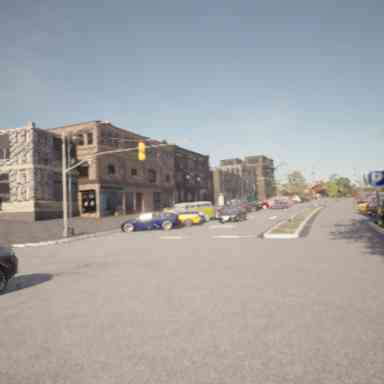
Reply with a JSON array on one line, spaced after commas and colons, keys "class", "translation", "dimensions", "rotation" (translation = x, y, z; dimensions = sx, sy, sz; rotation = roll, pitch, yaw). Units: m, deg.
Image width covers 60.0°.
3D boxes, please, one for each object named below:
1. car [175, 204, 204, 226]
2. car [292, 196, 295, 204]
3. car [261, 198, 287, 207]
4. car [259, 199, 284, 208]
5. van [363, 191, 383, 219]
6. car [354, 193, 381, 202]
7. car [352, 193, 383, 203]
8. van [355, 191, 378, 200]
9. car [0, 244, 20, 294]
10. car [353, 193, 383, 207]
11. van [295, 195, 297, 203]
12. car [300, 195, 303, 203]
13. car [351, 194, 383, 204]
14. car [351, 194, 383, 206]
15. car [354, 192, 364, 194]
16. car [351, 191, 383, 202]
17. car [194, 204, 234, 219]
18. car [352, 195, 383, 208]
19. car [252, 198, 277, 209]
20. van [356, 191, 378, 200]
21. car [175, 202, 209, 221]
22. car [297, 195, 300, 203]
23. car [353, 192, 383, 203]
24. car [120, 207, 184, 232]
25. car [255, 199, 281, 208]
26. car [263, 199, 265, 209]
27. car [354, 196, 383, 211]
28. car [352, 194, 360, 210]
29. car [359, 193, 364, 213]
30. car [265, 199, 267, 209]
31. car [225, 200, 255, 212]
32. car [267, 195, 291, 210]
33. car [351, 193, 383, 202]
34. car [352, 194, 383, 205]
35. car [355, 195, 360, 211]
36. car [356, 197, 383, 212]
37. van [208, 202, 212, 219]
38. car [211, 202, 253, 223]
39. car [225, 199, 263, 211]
[{"class": "car", "translation": [-1.879, 2.292, 29.502], "dimensions": [5.366, 1.575, 1.946], "rotation": [-4, -2, 2]}, {"class": "car", "translation": [20.985, 2.378, 78.694], "dimensions": [4.792, 1.488, 2.163], "rotation": [-4, -2, 7]}, {"class": "car", "translation": [18.052, 2.369, 73.362], "dimensions": [5.366, 1.575, 1.946], "rotation": [-4, -2, 7]}, {"class": "car", "translation": [16.851, 2.364, 70.669], "dimensions": [5.008, 1.535, 2.097], "rotation": [-4, -2, 7]}, {"class": "van", "translation": [15.304, 0.942, 24.012], "dimensions": [4.442, 1.987, 1.878], "rotation": [-3, -1, 3]}, {"class": "car", "translation": [38.112, 1.194, 72.257], "dimensions": [4.792, 1.488, 2.163], "rotation": [-3, -1, 8]}, {"class": "car", "translation": [34.034, 1.185, 64.343], "dimensions": [4.892, 1.521, 2.231], "rotation": [-3, -2, 7]}, {"class": "van", "translation": [42.146, 0.920, 80.188], "dimensions": [4.442, 1.987, 1.878], "rotation": [-3, -1, 8]}, {"class": "car", "translation": [-5.720, 1.703, 6.593], "dimensions": [1.812, 1.442, 4.674], "rotation": [-3, 0, 20]}, {"class": "car", "translation": [24.936, 1.078, 45.708], "dimensions": [4.553, 1.767, 2.185], "rotation": [-3, -1, 5]}, {"class": "van", "translation": [22.506, 2.105, 81.361], "dimensions": [4.442, 1.987, 1.878], "rotation": [-4, -2, 7]}, {"class": "car", "translation": [25.149, 2.076, 86.699], "dimensions": [5.566, 2.045, 2.435], "rotation": [-4, -2, 8]}, {"class": "car", "translation": [31.350, 1.196, 59.051], "dimensions": [5.008, 1.535, 2.097], "rotation": [-3, -2, 7]}, {"class": "car", "translation": [26.163, 1.205, 48.397], "dimensions": [5.008, 1.535, 2.097], "rotation": [-3, -2, 6]}, {"class": "car", "translation": [22.408, 1.077, 40.335], "dimensions": [4.553, 1.767, 2.185], "rotation": [-3, -2, 5]}, {"class": "car", "translation": [36.781, 0.918, 69.625], "dimensions": [5.566, 2.045, 2.435], "rotation": [-3, -2, 7]}, {"class": "car", "translation": [2.629, 2.388, 40.638], "dimensions": [4.674, 1.452, 2.002], "rotation": [-4, -2, 3]}, {"class": "car", "translation": [23.855, 1.192, 43.011], "dimensions": [5.366, 1.575, 1.946], "rotation": [-3, -2, 5]}, {"class": "car", "translation": [14.147, 2.244, 65.269], "dimensions": [4.553, 1.767, 2.185], "rotation": [-4, -2, 6]}, {"class": "van", "translation": [43.524, 0.913, 82.829], "dimensions": [4.442, 1.987, 1.878], "rotation": [-3, -1, 8]}, {"class": "car", "translation": [-0.958, 2.197, 32.309], "dimensions": [4.553, 1.767, 2.185], "rotation": [-4, -2, 2]}, {"class": "car", "translation": [23.798, 2.332, 84.030], "dimensions": [5.008, 1.535, 2.097], "rotation": [-4, -2, 8]}, {"class": "car", "translation": [32.656, 1.066, 61.703], "dimensions": [4.553, 1.767, 2.185], "rotation": [-3, -2, 7]}, {"class": "car", "translation": [-3.344, 2.343, 26.814], "dimensions": [4.792, 1.488, 2.163], "rotation": [-4, -2, 1]}, {"class": "car", "translation": [15.502, 2.368, 67.968], "dimensions": [4.892, 1.521, 2.231], "rotation": [-4, -2, 7]}, {"class": "car", "translation": [8.849, 2.373, 54.408], "dimensions": [5.008, 1.535, 2.097], "rotation": [-4, -2, 5]}, {"class": "car", "translation": [21.234, 1.238, 37.625], "dimensions": [4.674, 1.452, 2.002], "rotation": [-3, -2, 4]}, {"class": "car", "translation": [18.682, 1.192, 32.202], "dimensions": [5.366, 1.575, 1.946], "rotation": [-3, -1, 3]}, {"class": "car", "translation": [16.520, 1.048, 26.748], "dimensions": [4.553, 1.767, 2.185], "rotation": [-3, -2, 3]}, {"class": "car", "translation": [11.465, 2.374, 59.850], "dimensions": [5.008, 1.535, 2.097], "rotation": [-4, -2, 6]}, {"class": "car", "translation": [6.317, 2.406, 48.915], "dimensions": [4.674, 1.452, 2.002], "rotation": [-4, -2, 4]}, {"class": "car", "translation": [14.424, 1.930, 55.042], "dimensions": [2.097, 1.767, 4.553], "rotation": [-4, -2, 25]}, {"class": "car", "translation": [35.213, 1.184, 67.000], "dimensions": [5.366, 1.575, 1.946], "rotation": [-3, -1, 7]}, {"class": "car", "translation": [28.767, 1.230, 53.734], "dimensions": [4.792, 1.488, 2.163], "rotation": [-3, -2, 6]}, {"class": "car", "translation": [17.890, 1.168, 29.463], "dimensions": [5.366, 1.575, 1.946], "rotation": [-3, -2, 3]}, {"class": "car", "translation": [20.043, 1.233, 34.914], "dimensions": [4.674, 1.452, 2.002], "rotation": [-3, -2, 4]}, {"class": "van", "translation": [0.346, 2.097, 35.094], "dimensions": [4.442, 1.987, 1.878], "rotation": [-4, -2, 2]}, {"class": "car", "translation": [3.849, 2.079, 31.315], "dimensions": [2.128, 1.511, 4.902], "rotation": [-4, -1, 22]}, {"class": "car", "translation": [7.586, 2.117, 51.678], "dimensions": [5.566, 2.045, 2.435], "rotation": [-4, -2, 5]}]
